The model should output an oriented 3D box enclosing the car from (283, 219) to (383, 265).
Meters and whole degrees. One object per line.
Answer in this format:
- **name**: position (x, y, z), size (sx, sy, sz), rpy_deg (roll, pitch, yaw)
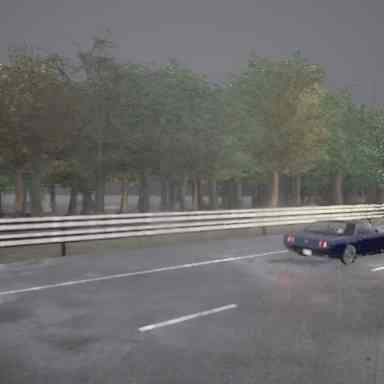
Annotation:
- **car**: position (5.487, 1.612, 11.717), size (4.718, 1.301, 1.895), rpy_deg (0, 0, -34)
